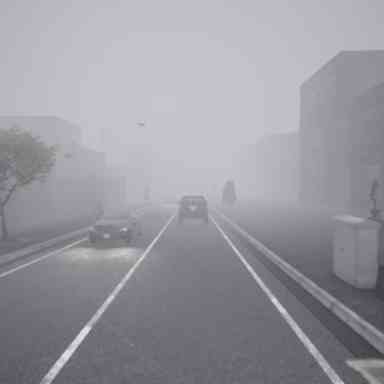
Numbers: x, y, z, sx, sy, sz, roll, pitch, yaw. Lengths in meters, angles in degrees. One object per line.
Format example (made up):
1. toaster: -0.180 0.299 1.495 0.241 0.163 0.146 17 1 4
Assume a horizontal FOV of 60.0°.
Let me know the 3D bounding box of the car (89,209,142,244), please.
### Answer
1. car: -3.610 1.600 16.375 1.812 1.442 4.674 0 0 0

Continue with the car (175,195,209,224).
1. car: 0.086 1.273 25.331 2.150 2.045 5.566 0 0 0

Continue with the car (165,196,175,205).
1. car: -3.567 1.369 57.764 2.128 1.511 4.902 0 0 0

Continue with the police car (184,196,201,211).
1. police car: 0.058 1.384 42.318 1.930 1.638 5.238 0 0 0
